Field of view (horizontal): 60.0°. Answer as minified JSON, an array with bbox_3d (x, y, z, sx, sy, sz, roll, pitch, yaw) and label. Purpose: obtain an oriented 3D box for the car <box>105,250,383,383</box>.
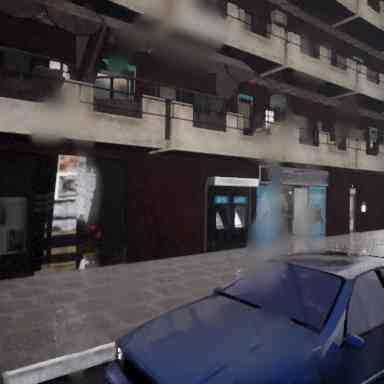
[{"bbox_3d":[1.729,1.550,4.307,5.357,1.411,2.033,0,0,-35],"label":"car"}]
